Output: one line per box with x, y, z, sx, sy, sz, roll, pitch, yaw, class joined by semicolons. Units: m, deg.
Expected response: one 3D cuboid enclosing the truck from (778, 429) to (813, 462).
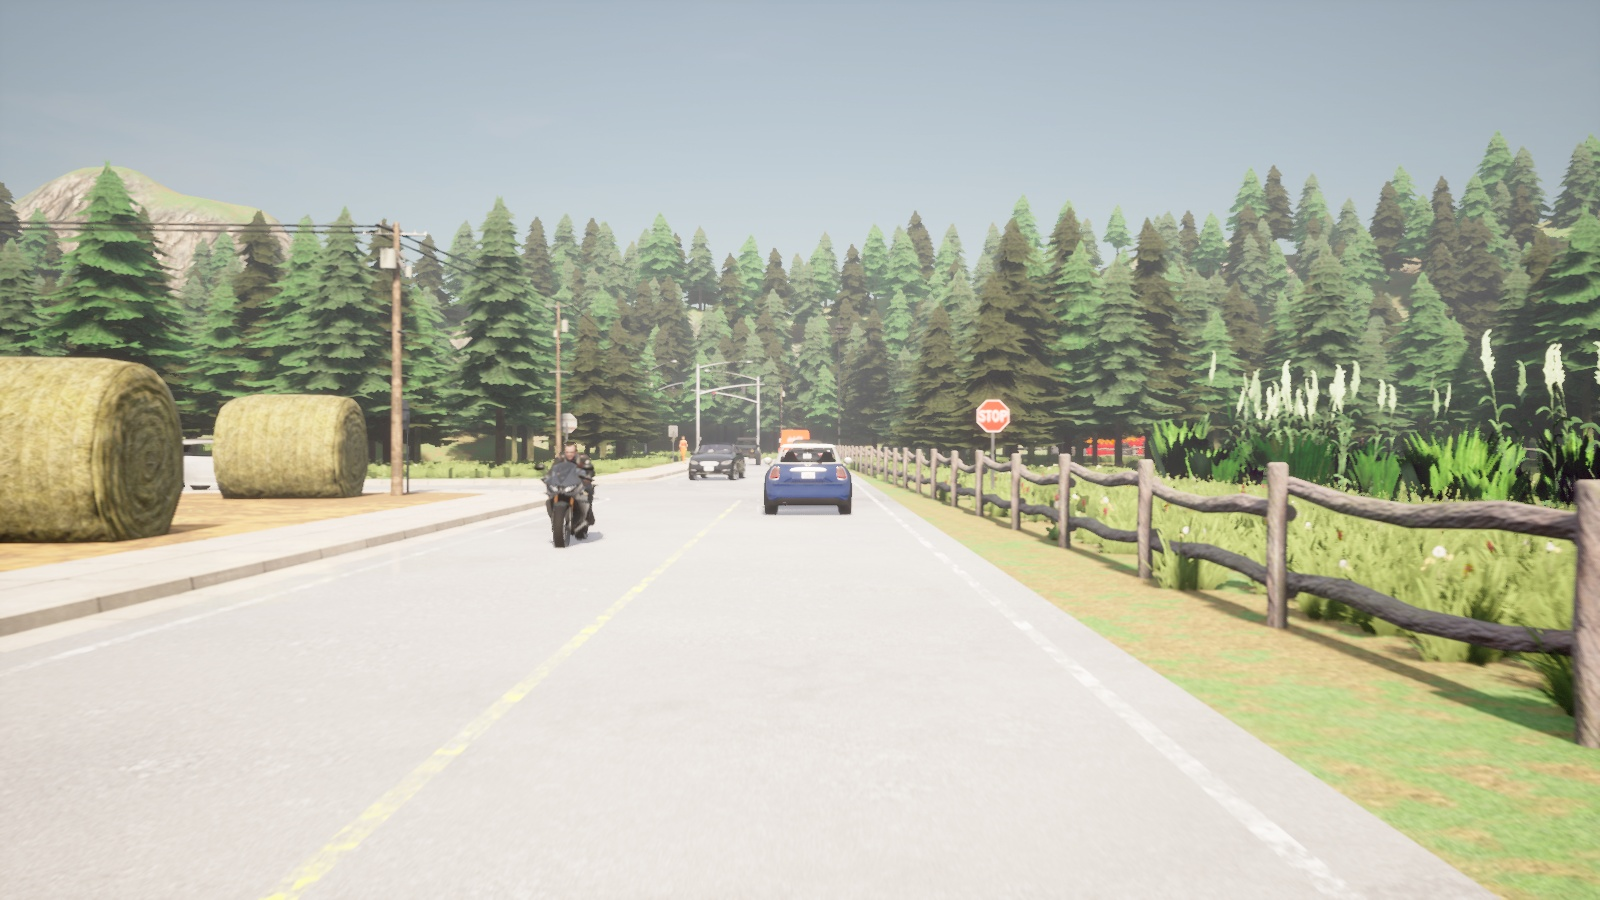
-0.417;-0.302;98.307;2.627;2.467;5.204;0;-1;-2;truck

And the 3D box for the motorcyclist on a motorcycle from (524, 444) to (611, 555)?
-3.379;0.675;18.447;0.866;1.530;2.191;0;0;0;motorcyclist on a motorcycle

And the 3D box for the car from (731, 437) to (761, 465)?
-3.616;0.069;84.886;1.905;1.878;3.866;0;0;-1;car

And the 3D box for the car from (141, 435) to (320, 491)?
-17.825;0.385;39.479;4.611;1.667;2.242;0;0;-2;car

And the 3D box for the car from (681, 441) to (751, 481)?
-3.348;0.413;50.966;2.128;1.511;4.902;0;0;5;car

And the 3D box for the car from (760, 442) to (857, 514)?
0.172;0.558;27.375;1.970;1.475;3.806;0;0;0;car
